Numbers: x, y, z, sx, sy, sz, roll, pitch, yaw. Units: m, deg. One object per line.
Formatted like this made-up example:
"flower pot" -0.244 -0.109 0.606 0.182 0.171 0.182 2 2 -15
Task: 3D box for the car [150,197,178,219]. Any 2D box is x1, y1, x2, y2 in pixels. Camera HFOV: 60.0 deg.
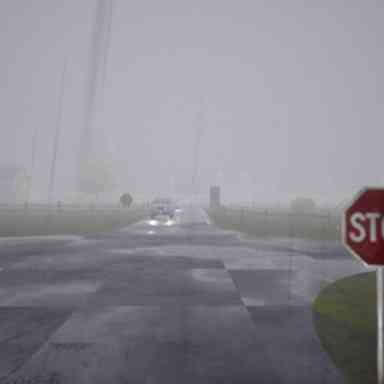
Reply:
"car" -2.893 1.545 33.283 2.150 2.045 5.566 0 0 0

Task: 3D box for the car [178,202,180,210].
"car" -2.899 2.009 52.193 1.837 1.490 4.892 0 0 0
